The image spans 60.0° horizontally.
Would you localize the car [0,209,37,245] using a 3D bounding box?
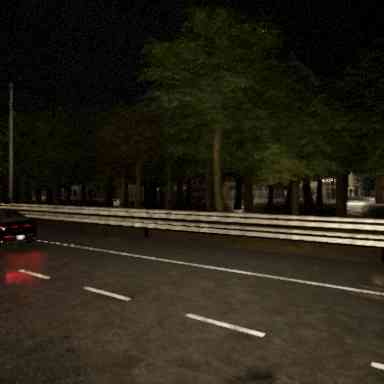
[{"bbox_3d":[-8.624,1.508,14.342,4.892,1.490,1.837,0,0,36],"label":"car"}]
